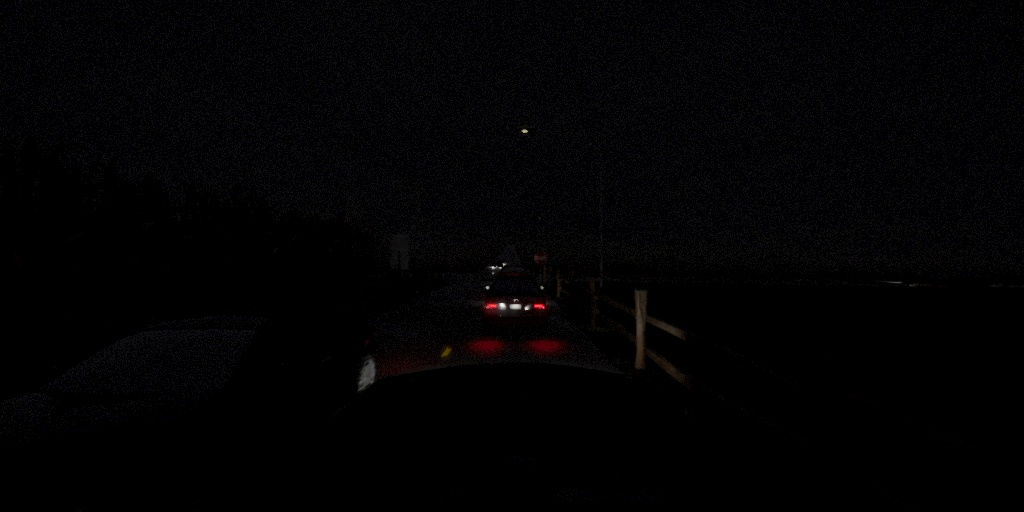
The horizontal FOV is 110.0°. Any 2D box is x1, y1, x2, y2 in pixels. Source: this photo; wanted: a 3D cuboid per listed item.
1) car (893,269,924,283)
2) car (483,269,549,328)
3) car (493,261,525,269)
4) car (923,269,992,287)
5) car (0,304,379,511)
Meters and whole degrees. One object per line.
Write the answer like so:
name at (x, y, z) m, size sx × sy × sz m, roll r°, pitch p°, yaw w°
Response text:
car at (42.964, 2.093, 37.126) m, size 5.357 × 1.411 × 2.033 m, roll 1°, pitch 2°, yaw 1°
car at (0.093, 1.324, 11.523) m, size 2.033 × 1.411 × 5.357 m, roll 0°, pitch 0°, yaw 0°
car at (0.081, 1.281, 21.962) m, size 1.882 × 1.535 × 5.008 m, roll 0°, pitch 0°, yaw 1°
car at (42.832, 2.182, 34.276) m, size 4.181 × 1.385 × 1.994 m, roll 1°, pitch 1°, yaw 1°
car at (-2.845, 1.281, 3.533) m, size 1.812 × 1.442 × 4.674 m, roll 0°, pitch 0°, yaw 0°
